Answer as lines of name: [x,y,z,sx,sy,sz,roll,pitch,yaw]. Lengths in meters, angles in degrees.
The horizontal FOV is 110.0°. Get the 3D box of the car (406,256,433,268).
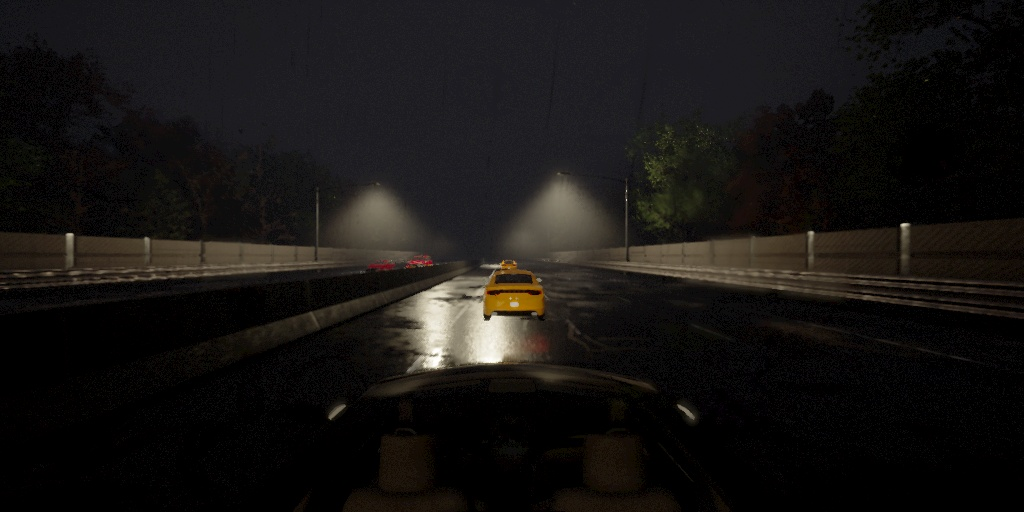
car: [-11.104,0.976,43.536,2.150,2.045,5.566,0,0,-1]

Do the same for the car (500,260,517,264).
car: [-0.412,1.235,43.527,1.882,1.535,5.008,0,0,-1]

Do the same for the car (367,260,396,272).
car: [-14.527,1.232,40.026,1.882,1.535,5.008,0,0,-1]

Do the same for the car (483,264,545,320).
car: [0.054,1.229,12.691,1.882,1.535,5.008,0,0,0]
